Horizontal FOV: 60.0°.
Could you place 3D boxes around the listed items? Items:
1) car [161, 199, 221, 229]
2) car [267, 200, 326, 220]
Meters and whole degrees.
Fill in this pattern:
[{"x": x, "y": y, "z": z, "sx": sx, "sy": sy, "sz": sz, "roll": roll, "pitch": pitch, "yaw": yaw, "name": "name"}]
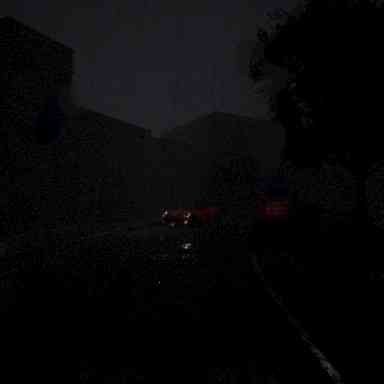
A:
[{"x": 0.047, "y": 1.306, "z": 21.118, "sx": 2.097, "sy": 1.767, "sz": 4.553, "roll": -1, "pitch": 0, "yaw": 32, "name": "car"}, {"x": 7.995, "y": 1.291, "z": 25.241, "sx": 5.357, "sy": 1.411, "sz": 2.033, "roll": -2, "pitch": -1, "yaw": -39, "name": "car"}]
